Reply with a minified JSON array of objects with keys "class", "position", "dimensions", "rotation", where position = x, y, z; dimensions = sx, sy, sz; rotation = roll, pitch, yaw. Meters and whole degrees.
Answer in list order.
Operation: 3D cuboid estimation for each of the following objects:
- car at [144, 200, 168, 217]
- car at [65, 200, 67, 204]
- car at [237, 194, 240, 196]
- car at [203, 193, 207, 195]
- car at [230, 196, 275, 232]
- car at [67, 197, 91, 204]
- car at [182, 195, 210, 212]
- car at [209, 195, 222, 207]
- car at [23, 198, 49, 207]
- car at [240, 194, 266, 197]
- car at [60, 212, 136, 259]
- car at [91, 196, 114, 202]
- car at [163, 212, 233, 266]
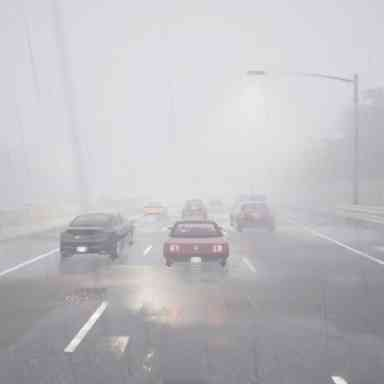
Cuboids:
[{"class":"car","position":[-3.279,1.492,30.937],"dimensions":[1.882,1.535,5.008],"rotation":[0,0,0]},{"class":"car","position":[-20.644,1.568,58.404],"dimensions":[2.128,1.511,4.902],"rotation":[0,0,1]},{"class":"car","position":[7.263,1.272,46.999],"dimensions":[2.150,2.045,5.566],"rotation":[0,0,1]},{"class":"car","position":[4.489,1.666,95.208],"dimensions":[1.837,1.490,4.892],"rotation":[0,0,1]},{"class":"car","position":[3.558,1.356,20.316],"dimensions":[2.097,1.767,4.553],"rotation":[0,0,0]},{"class":"car","position":[-17.248,1.658,51.775],"dimensions":[1.895,1.301,4.718],"rotation":[0,0,1]},{"class":"car","position":[0.210,1.364,29.182],"dimensions":[2.097,1.767,4.553],"rotation":[0,0,0]},{"class":"car","position":[3.842,1.632,54.467],"dimensions":[1.994,1.385,4.181],"rotation":[0,0,1]},{"class":"car","position":[-24.239,1.657,51.756],"dimensions":[1.895,1.301,4.718],"rotation":[0,0,1]},{"class":"car","position":[7.039,1.247,37.092],"dimensions":[2.150,2.045,5.566],"rotation":[0,0,2]},{"class":"car","position":[-3.373,1.505,12.612],"dimensions":[1.837,1.490,4.892],"rotation":[0,0,0]},{"class":"car","position":[-13.738,1.412,52.490],"dimensions":[2.097,1.767,4.553],"rotation":[0,0,1]},{"class":"car","position":[0.123,1.601,11.520],"dimensions":[1.895,1.301,4.718],"rotation":[0,0,0]}]
